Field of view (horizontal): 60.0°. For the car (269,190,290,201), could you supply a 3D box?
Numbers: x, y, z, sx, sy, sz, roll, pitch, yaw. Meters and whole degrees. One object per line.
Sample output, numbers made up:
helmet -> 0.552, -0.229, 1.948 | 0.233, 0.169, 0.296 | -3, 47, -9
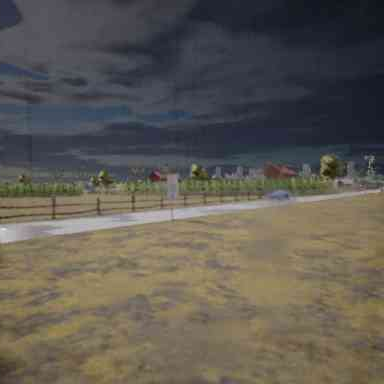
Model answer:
car -> 13.290, 0.486, 50.432 | 1.882, 1.535, 5.008 | 1, 1, 36
